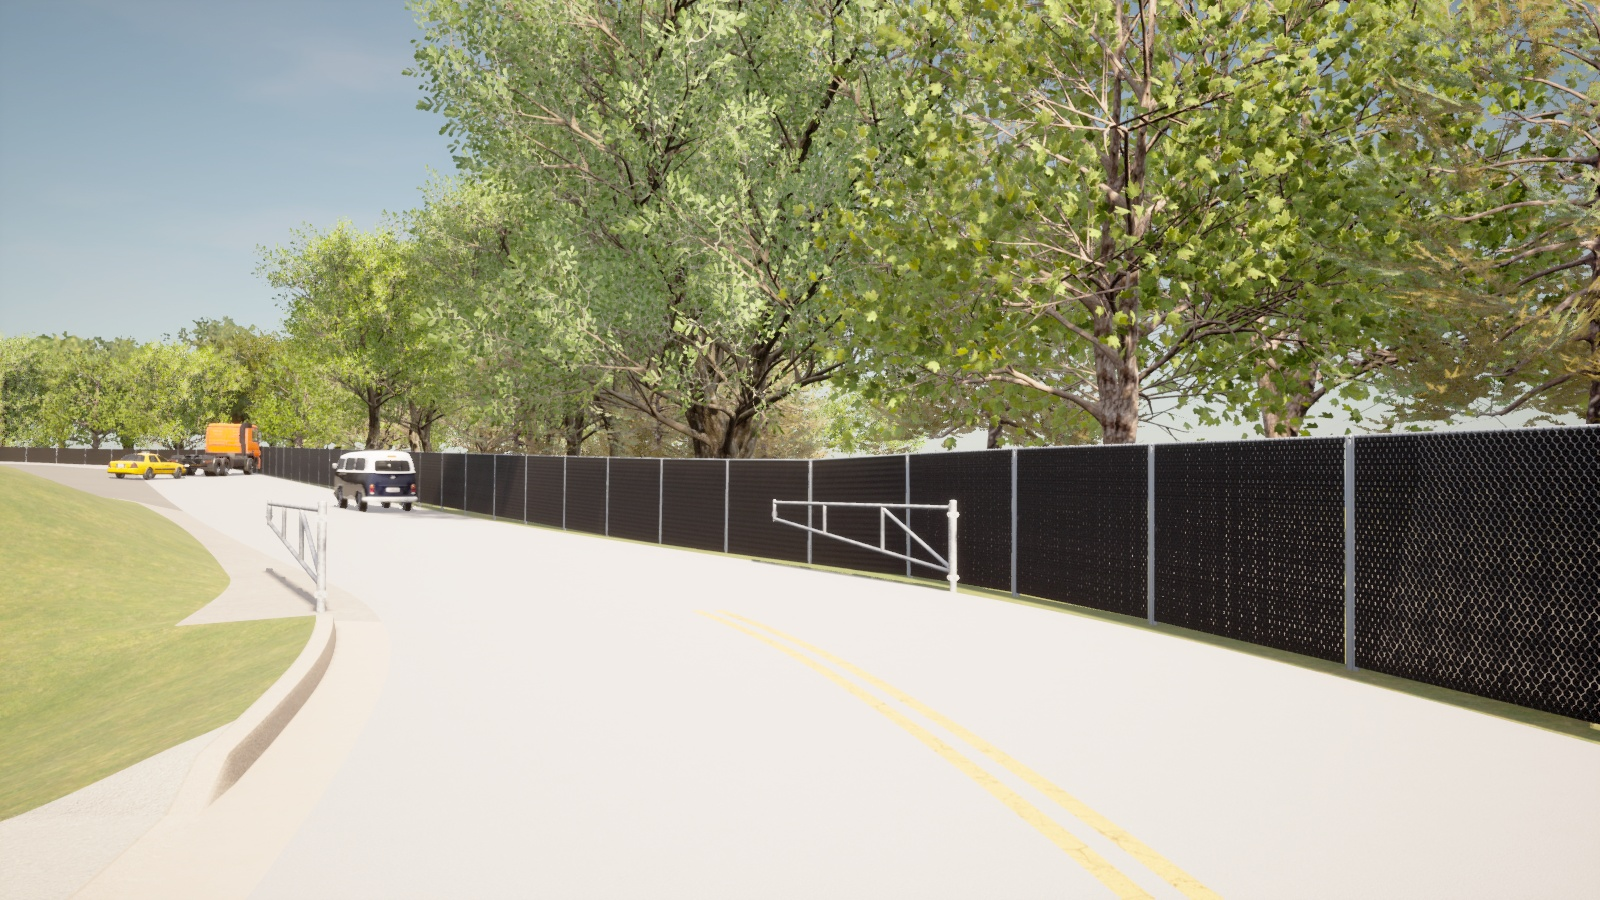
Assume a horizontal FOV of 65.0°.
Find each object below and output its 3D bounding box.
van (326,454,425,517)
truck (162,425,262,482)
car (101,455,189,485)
[{"bbox_3d":[-14.697,1.160,43.344,2.069,2.038,4.480,1,0,-34],"label":"van"},{"bbox_3d":[-37.692,0.210,80.901,2.891,3.462,7.936,1,0,-2],"label":"truck"},{"bbox_3d":[-36.676,1.127,70.474,1.801,1.575,5.366,1,0,4],"label":"car"}]
